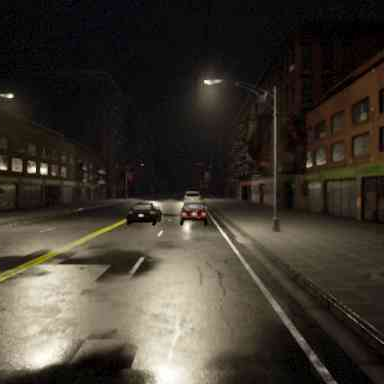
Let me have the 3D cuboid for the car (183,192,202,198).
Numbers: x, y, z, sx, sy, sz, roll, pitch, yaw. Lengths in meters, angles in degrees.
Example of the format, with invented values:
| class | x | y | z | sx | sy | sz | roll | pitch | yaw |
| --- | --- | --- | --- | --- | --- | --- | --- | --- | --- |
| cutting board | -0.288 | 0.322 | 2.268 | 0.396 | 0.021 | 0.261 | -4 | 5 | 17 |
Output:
| class | x | y | z | sx | sy | sz | roll | pitch | yaw |
| --- | --- | --- | --- | --- | --- | --- | --- | --- | --- |
| car | 0.075 | 0.978 | 41.258 | 2.150 | 2.045 | 5.566 | 0 | 1 | 0 |

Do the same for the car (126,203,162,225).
| class | x | y | z | sx | sy | sz | roll | pitch | yaw |
| --- | --- | --- | --- | --- | --- | --- | --- | --- | --- |
| car | -3.159 | 1.424 | 22.610 | 1.994 | 1.385 | 4.181 | 0 | 0 | 0 |

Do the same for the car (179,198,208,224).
| class | x | y | z | sx | sy | sz | roll | pitch | yaw |
| --- | --- | --- | --- | --- | --- | --- | --- | --- | --- |
| car | 0.091 | 1.404 | 23.204 | 2.033 | 1.411 | 5.357 | 0 | 0 | -1 |
